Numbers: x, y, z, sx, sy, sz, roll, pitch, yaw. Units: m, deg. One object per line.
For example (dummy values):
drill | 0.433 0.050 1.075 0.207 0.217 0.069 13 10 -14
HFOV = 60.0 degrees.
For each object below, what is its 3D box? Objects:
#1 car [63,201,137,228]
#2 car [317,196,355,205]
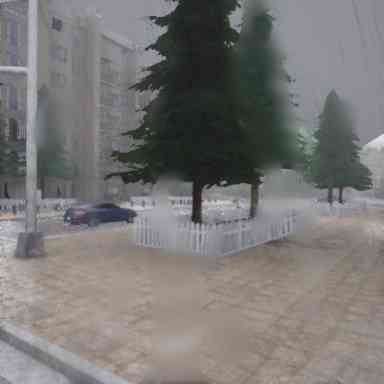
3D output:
car | -5.351 1.256 19.818 1.812 1.442 4.674 1 1 35
car | 21.345 1.349 49.380 2.033 1.411 5.357 1 0 -41
